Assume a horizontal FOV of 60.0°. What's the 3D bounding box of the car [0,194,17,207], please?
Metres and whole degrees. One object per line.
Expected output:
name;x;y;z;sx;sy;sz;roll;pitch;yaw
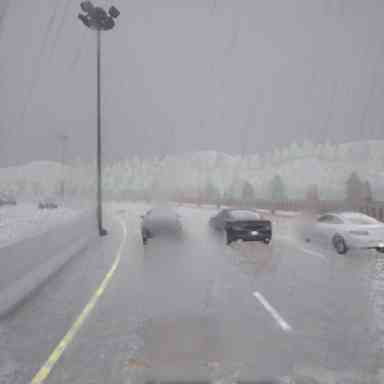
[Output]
car;-31.702;1.396;57.057;2.150;2.045;5.566;0;0;-38

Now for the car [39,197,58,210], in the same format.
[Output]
car;-19.964;1.475;46.154;2.097;1.767;4.553;0;0;-30

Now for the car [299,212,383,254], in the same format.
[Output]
car;5.989;1.514;13.302;1.812;1.442;4.674;0;0;-7

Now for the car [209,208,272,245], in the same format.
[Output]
car;2.102;1.484;15.643;1.882;1.535;5.008;0;0;-9

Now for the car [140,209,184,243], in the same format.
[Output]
car;-1.512;1.547;16.115;1.812;1.442;4.674;0;0;-9
